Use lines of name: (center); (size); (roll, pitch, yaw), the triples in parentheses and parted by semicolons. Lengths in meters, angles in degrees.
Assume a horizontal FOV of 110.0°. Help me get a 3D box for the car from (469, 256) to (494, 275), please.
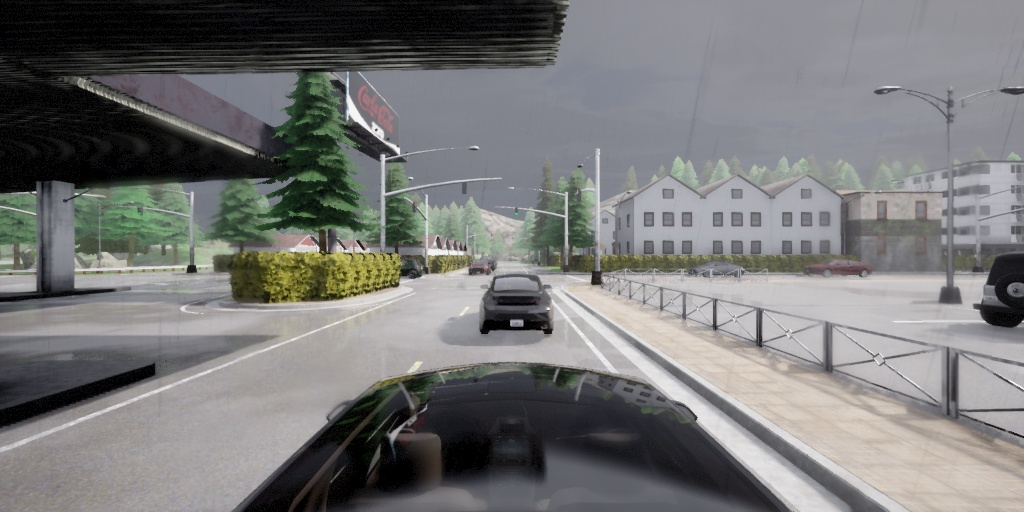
car: (-3.417, 1.106, 38.633); (2.097, 1.767, 4.553); (0, 0, 0)

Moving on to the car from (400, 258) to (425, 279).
car: (-9.856, 0.976, 30.791); (4.553, 1.767, 2.097); (3, 0, 0)

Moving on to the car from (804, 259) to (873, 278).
car: (27.958, 1.039, 30.827); (5.008, 1.535, 1.882); (0, 0, 0)

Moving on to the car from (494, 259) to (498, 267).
car: (-3.394, 0.976, 48.872); (2.150, 2.045, 5.566); (0, 0, 0)

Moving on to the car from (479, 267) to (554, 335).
car: (0.116, 1.257, 10.507); (1.837, 1.490, 4.892); (0, 0, 0)

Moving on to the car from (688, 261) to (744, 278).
car: (17.493, 1.125, 30.817); (4.181, 1.385, 1.994); (0, 0, 0)
